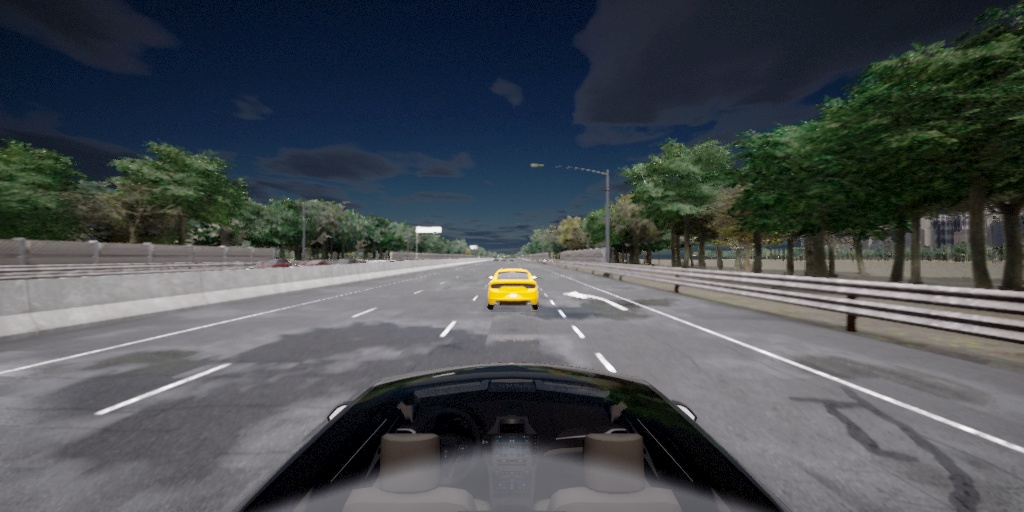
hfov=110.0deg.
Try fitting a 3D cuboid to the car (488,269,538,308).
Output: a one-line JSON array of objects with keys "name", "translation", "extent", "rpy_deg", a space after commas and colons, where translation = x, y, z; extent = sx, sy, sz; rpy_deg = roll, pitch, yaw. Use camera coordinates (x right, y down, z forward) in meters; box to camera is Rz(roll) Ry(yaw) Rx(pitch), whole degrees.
[{"name": "car", "translation": [0.030, 1.268, 15.217], "extent": [1.882, 1.535, 5.008], "rpy_deg": [0, 0, 0]}]

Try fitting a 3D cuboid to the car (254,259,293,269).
[{"name": "car", "translation": [-28.081, 1.168, 42.316], "extent": [2.097, 1.767, 4.553], "rpy_deg": [0, 0, 0]}]

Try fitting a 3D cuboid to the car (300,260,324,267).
[{"name": "car", "translation": [-24.583, 1.298, 45.018], "extent": [1.882, 1.535, 5.008], "rpy_deg": [0, 0, 0]}]

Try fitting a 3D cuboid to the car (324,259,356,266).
[{"name": "car", "translation": [-21.085, 1.172, 45.179], "extent": [2.097, 1.767, 4.553], "rpy_deg": [0, 0, 0]}]

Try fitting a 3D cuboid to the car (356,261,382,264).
[{"name": "car", "translation": [-17.588, 1.346, 45.485], "extent": [1.812, 1.442, 4.674], "rpy_deg": [0, 0, 0]}]
